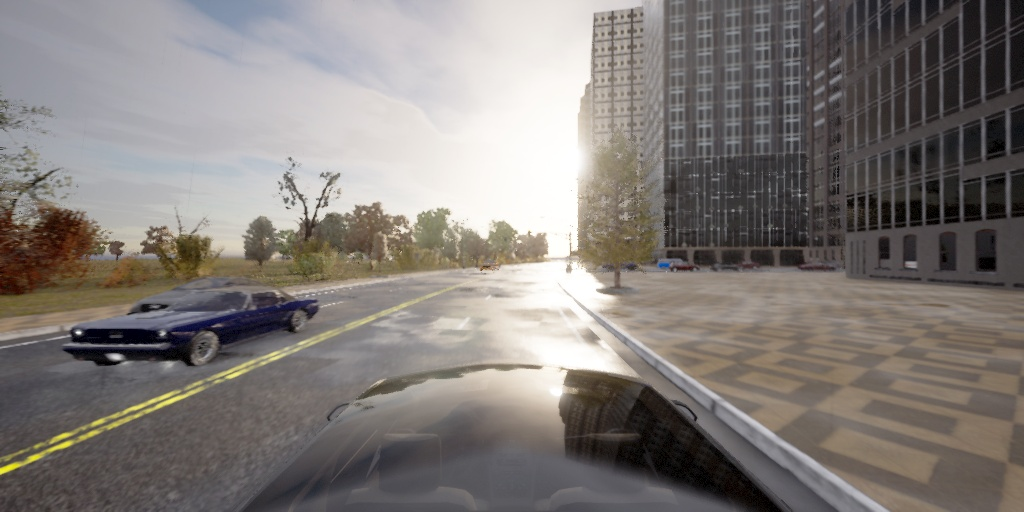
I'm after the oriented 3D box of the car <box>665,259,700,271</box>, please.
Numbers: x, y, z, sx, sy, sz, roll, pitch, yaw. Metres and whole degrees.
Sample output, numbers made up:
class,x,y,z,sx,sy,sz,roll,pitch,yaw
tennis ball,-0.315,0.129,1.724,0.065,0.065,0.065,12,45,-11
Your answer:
class,x,y,z,sx,sy,sz,roll,pitch,yaw
car,25.173,1.471,52.443,4.097,1.591,1.967,0,0,11

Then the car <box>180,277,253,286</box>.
class,x,y,z,sx,sy,sz,roll,pitch,yaw
car,-9.671,1.385,11.741,1.994,1.385,4.181,0,-1,2

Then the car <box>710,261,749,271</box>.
class,x,y,z,sx,sy,sz,roll,pitch,yaw
car,30.775,1.553,51.455,4.313,1.339,1.948,0,0,11

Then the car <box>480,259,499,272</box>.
class,x,y,z,sx,sy,sz,roll,pitch,yaw
car,-3.155,1.231,50.643,2.097,1.767,4.553,0,0,8

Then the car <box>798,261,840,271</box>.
class,x,y,z,sx,sy,sz,roll,pitch,yaw
car,41.970,1.481,49.433,4.207,1.307,1.802,0,0,11

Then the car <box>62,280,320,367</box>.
class,x,y,z,sx,sy,sz,roll,pitch,yaw
car,-6.538,1.396,8.160,1.895,1.301,4.718,0,-1,1

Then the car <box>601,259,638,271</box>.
class,x,y,z,sx,sy,sz,roll,pitch,yaw
car,16.951,1.334,56.843,5.566,2.045,2.150,0,0,11
